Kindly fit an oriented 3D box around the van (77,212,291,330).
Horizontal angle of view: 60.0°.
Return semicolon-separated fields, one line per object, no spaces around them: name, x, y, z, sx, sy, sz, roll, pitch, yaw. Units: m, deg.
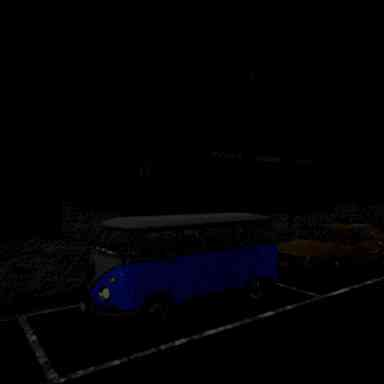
van;-0.068;1.332;6.598;3.998;1.788;1.690;0;0;-35

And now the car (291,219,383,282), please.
car;4.225;1.503;9.651;4.829;1.417;1.752;0;0;-35
